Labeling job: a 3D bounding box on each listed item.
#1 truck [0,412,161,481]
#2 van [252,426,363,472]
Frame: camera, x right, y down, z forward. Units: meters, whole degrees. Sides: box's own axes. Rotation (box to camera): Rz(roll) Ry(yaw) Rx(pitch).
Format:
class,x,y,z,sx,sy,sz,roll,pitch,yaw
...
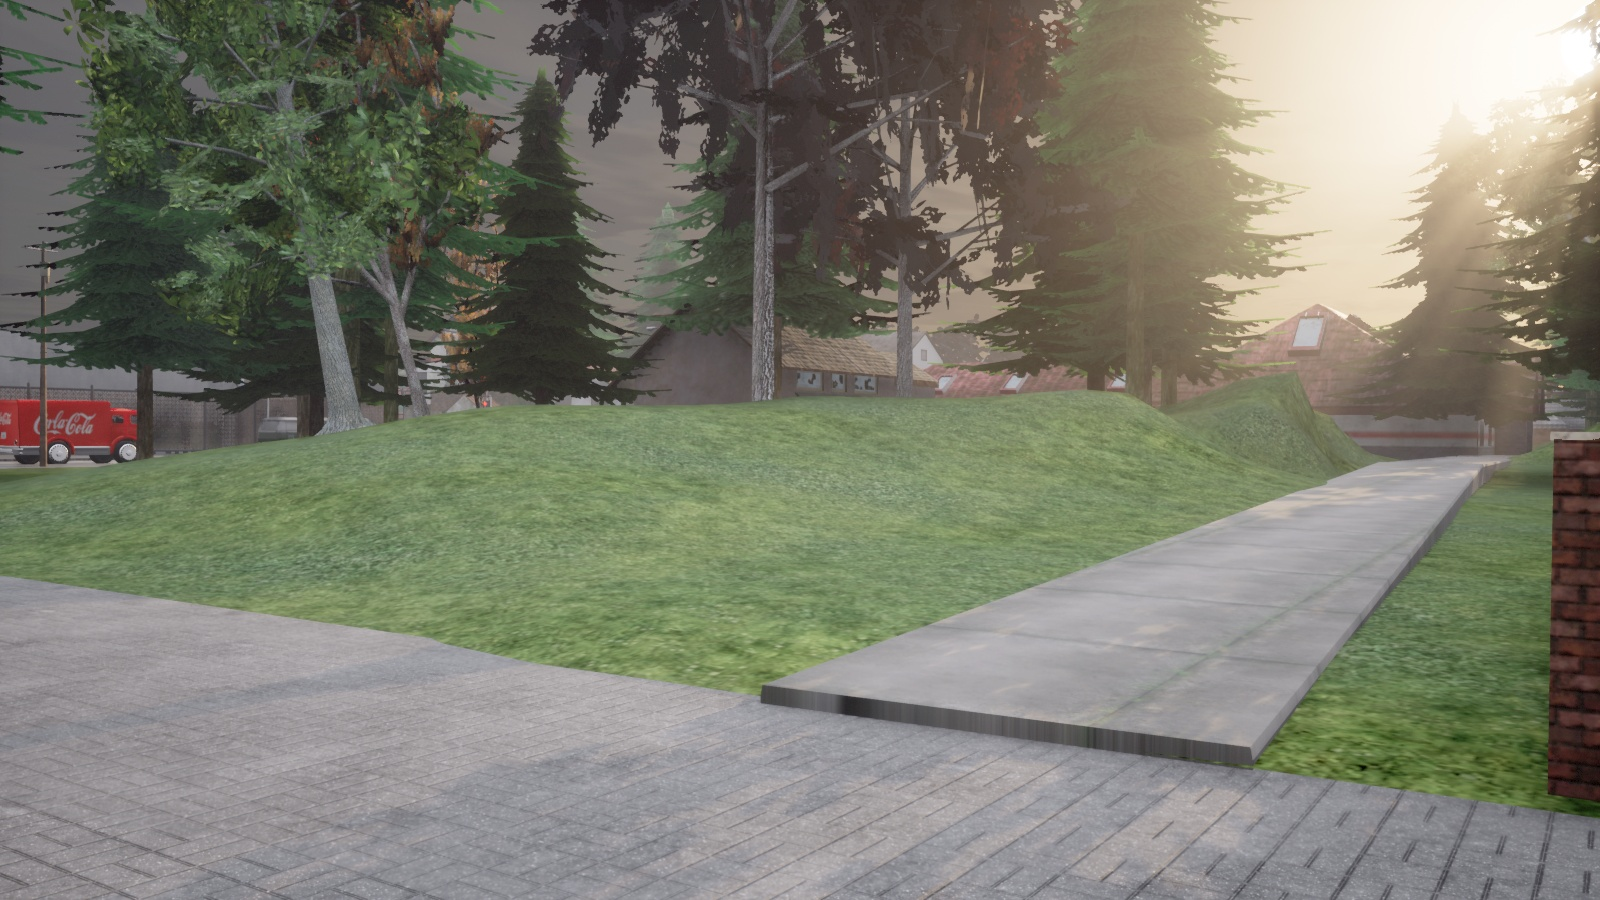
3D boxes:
class,x,y,z,sx,sy,sz,roll,pitch,yaw
truck,-27.698,-0.160,47.996,2.627,2.467,5.204,0,1,34
van,-22.077,-0.087,56.452,1.775,1.987,4.442,0,1,33
